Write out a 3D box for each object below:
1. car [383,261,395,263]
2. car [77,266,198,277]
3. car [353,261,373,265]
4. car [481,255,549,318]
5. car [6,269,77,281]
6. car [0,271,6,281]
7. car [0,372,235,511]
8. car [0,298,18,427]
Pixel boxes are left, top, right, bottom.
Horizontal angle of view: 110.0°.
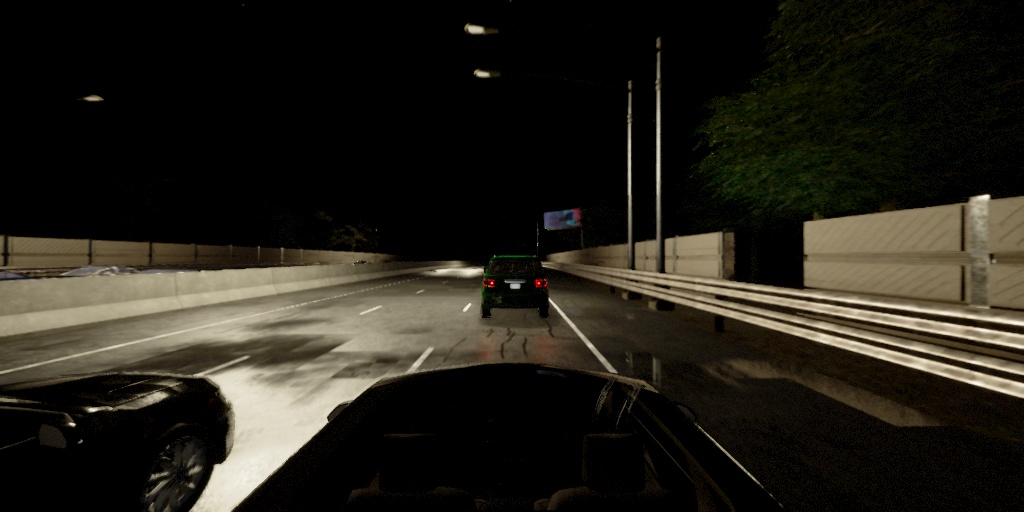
[{"bbox_3d":[-21.052,1.517,60.658,1.882,1.535,5.008,0,-1,1],"label":"car"},{"bbox_3d":[-17.606,1.328,18.104,2.033,1.411,5.357,0,0,0],"label":"car"},{"bbox_3d":[-24.554,1.515,59.003,2.128,1.511,4.902,0,-1,1],"label":"car"},{"bbox_3d":[0.096,0.989,13.281,2.150,2.045,5.566,0,0,0],"label":"car"},{"bbox_3d":[-21.104,1.273,18.237,2.128,1.511,4.902,0,0,0],"label":"car"},{"bbox_3d":[-24.603,1.339,16.380,1.994,1.385,4.181,0,0,0],"label":"car"},{"bbox_3d":[-3.401,1.255,1.213,1.837,1.490,4.892,0,0,0],"label":"car"},{"bbox_3d":[-6.901,1.255,1.899,1.837,1.490,4.892,0,0,0],"label":"car"}]
